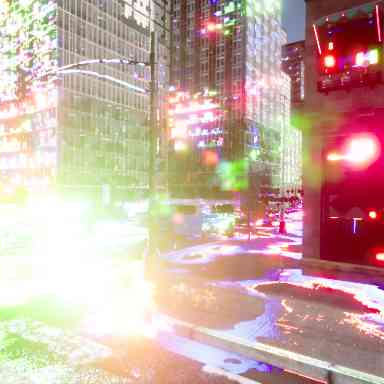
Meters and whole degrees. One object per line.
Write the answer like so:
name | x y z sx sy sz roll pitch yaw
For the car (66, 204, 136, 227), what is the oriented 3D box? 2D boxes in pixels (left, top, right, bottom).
car | -6.084 1.467 21.871 1.947 1.339 4.313 1 1 35

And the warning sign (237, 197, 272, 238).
warning sign | 3.048 1.177 16.147 1.300 1.860 1.060 1 1 35

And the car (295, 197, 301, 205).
car | 16.160 1.364 53.365 1.752 1.417 4.829 1 1 35

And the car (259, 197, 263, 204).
car | 9.875 1.293 44.465 1.967 1.590 4.097 1 1 35

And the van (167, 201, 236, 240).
van | 0.763 1.368 17.034 1.690 1.788 3.998 1 1 35

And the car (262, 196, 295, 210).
car | 10.790 1.421 41.223 1.812 1.442 4.674 1 1 36

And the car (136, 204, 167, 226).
car | -1.867 1.533 23.354 1.895 1.301 4.718 1 1 35
